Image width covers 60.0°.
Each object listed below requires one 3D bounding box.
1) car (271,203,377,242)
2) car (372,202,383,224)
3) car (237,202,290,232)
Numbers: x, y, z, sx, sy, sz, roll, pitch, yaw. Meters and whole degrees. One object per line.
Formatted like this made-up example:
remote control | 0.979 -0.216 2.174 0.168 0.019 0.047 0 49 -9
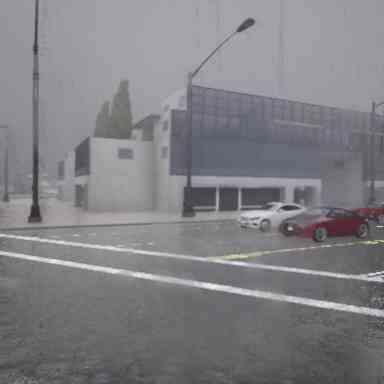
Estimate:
car | 6.022 1.387 15.163 4.181 1.385 1.994 0 1 -26
car | 12.908 1.327 22.410 4.718 1.301 1.895 -1 1 -26
car | 4.724 1.300 18.437 4.674 1.442 1.812 0 1 -28
